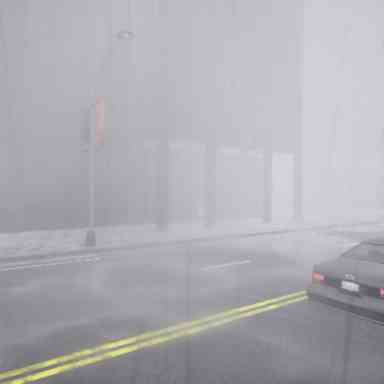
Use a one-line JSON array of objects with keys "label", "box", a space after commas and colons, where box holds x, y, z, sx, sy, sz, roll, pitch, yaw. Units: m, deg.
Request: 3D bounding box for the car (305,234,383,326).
[{"label": "car", "box": [4.604, 1.568, 6.792, 5.357, 1.411, 2.033, 0, 0, -35]}]
